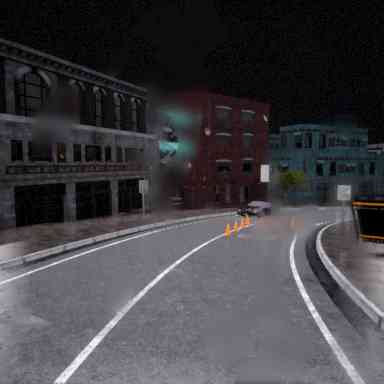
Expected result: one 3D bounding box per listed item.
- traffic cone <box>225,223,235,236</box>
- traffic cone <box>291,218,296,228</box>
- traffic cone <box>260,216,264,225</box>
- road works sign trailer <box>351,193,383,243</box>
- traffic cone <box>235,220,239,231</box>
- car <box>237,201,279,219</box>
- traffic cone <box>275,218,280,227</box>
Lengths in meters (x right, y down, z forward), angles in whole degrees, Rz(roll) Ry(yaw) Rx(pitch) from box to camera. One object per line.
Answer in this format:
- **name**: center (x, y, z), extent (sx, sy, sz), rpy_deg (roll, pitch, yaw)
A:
- **traffic cone**: center (1.845, 1.904, 16.996), extent (0.340, 0.580, 0.340), rpy_deg (2, 0, 19)
- **traffic cone**: center (6.622, 2.010, 21.698), extent (0.340, 0.580, 0.340), rpy_deg (2, 1, 19)
- **traffic cone**: center (4.735, 1.933, 22.340), extent (0.340, 0.580, 0.340), rpy_deg (2, 1, 19)
- **road works sign trailer**: center (7.117, 1.155, 10.557), extent (3.560, 2.380, 2.880), rpy_deg (2, 45, 37)
- **traffic cone**: center (2.496, 1.903, 18.887), extent (0.340, 0.580, 0.340), rpy_deg (2, 1, 19)
- **car**: center (5.814, 1.460, 28.592), extent (2.033, 1.411, 5.357), rpy_deg (3, 1, 34)
- **traffic cone**: center (5.676, 1.971, 22.018), extent (0.340, 0.580, 0.340), rpy_deg (2, 1, 18)
